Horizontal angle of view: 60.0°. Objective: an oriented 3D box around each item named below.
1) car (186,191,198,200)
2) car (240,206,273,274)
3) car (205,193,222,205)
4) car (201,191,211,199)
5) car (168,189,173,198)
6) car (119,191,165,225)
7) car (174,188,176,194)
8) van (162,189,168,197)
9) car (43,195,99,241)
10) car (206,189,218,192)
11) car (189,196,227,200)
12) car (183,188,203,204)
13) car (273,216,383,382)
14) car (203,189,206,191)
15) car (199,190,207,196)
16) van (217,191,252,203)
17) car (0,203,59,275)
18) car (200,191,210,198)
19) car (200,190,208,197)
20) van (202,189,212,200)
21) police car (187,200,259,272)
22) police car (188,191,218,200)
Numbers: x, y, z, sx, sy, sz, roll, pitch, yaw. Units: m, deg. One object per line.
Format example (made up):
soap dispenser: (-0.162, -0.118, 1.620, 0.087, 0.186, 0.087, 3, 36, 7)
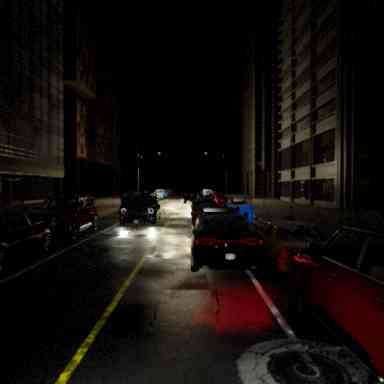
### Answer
car: (-0.041, 0.563, 61.412, 2.128, 1.511, 4.902, 0, 1, 0)
car: (2.756, 1.373, 9.861, 1.752, 1.417, 4.829, 0, 1, 0)
car: (2.734, 0.886, 43.342, 1.887, 1.381, 4.507, 0, 1, 0)
car: (2.719, 0.550, 65.776, 1.887, 1.381, 4.507, 0, 1, 0)
car: (-5.810, 0.363, 71.370, 1.967, 1.590, 4.097, 0, 1, 0)
car: (-3.114, 1.034, 20.777, 2.097, 1.767, 4.553, 0, 1, 0)
car: (-5.822, 0.204, 88.027, 1.752, 1.417, 4.829, 0, 1, 0)
van: (-5.803, 0.431, 60.150, 1.690, 1.788, 3.998, 0, 1, 0)
car: (-5.772, 1.080, 15.279, 2.192, 1.841, 5.009, 0, 1, 0)
car: (2.741, 0.825, 32.121, 2.192, 1.841, 5.009, 0, 1, 0)
car: (0.886, 1.216, 20.250, 1.812, 1.442, 4.674, 0, 1, 0)
car: (-0.012, 0.522, 46.165, 2.150, 2.045, 5.566, 0, 1, 0)
car: (2.760, 1.250, 4.079, 2.192, 1.841, 5.009, 0, 1, 0)
car: (2.730, 0.697, 48.949, 1.967, 1.590, 4.097, 0, 1, 0)
car: (2.707, 0.279, 82.771, 1.752, 1.417, 4.829, 0, 1, 0)
van: (2.749, 1.021, 20.905, 1.690, 1.788, 3.998, 0, 1, 0)
car: (-5.769, 1.291, 9.672, 1.967, 1.590, 4.097, 0, 1, 0)
car: (2.715, 0.488, 71.385, 1.947, 1.339, 4.313, 0, 1, 0)
car: (2.711, 0.361, 77.163, 1.752, 1.417, 4.829, 0, 1, 0)
van: (2.722, 0.431, 60.164, 1.690, 1.788, 3.998, 0, 1, 0)
police car: (0.893, 1.266, 10.359, 1.930, 1.638, 5.238, 0, 1, 0)
police car: (0.882, 1.023, 26.358, 1.930, 1.638, 5.238, 0, 1, 0)
